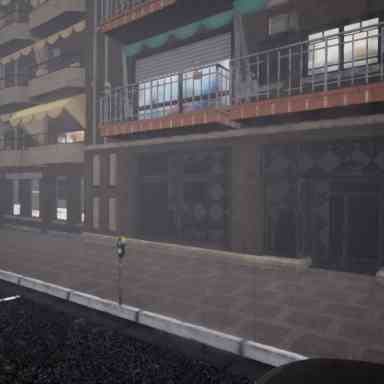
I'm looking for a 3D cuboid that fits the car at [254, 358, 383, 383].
[{"bbox_3d":[2.147,1.551,1.326,4.403,1.369,2.008,0,1,36],"label":"car"}]
